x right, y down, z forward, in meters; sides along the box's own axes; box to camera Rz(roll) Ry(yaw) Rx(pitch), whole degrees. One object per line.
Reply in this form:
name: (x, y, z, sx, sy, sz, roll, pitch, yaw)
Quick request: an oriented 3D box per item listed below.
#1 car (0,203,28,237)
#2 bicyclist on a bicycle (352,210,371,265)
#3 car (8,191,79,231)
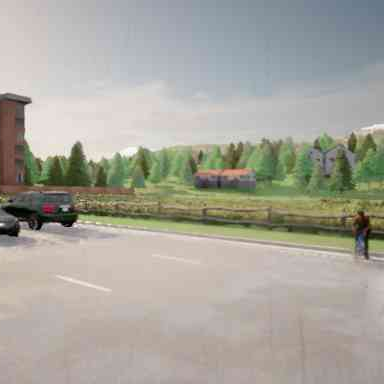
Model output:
car: (-9.671, 1.324, 15.150, 4.181, 1.385, 1.994, 1, 1, 35)
bicyclist on a bicycle: (5.282, 1.389, 10.382, 0.582, 1.620, 1.656, 1, 1, 35)
car: (-8.748, 0.961, 18.787, 5.566, 2.045, 2.150, 1, 1, 35)
